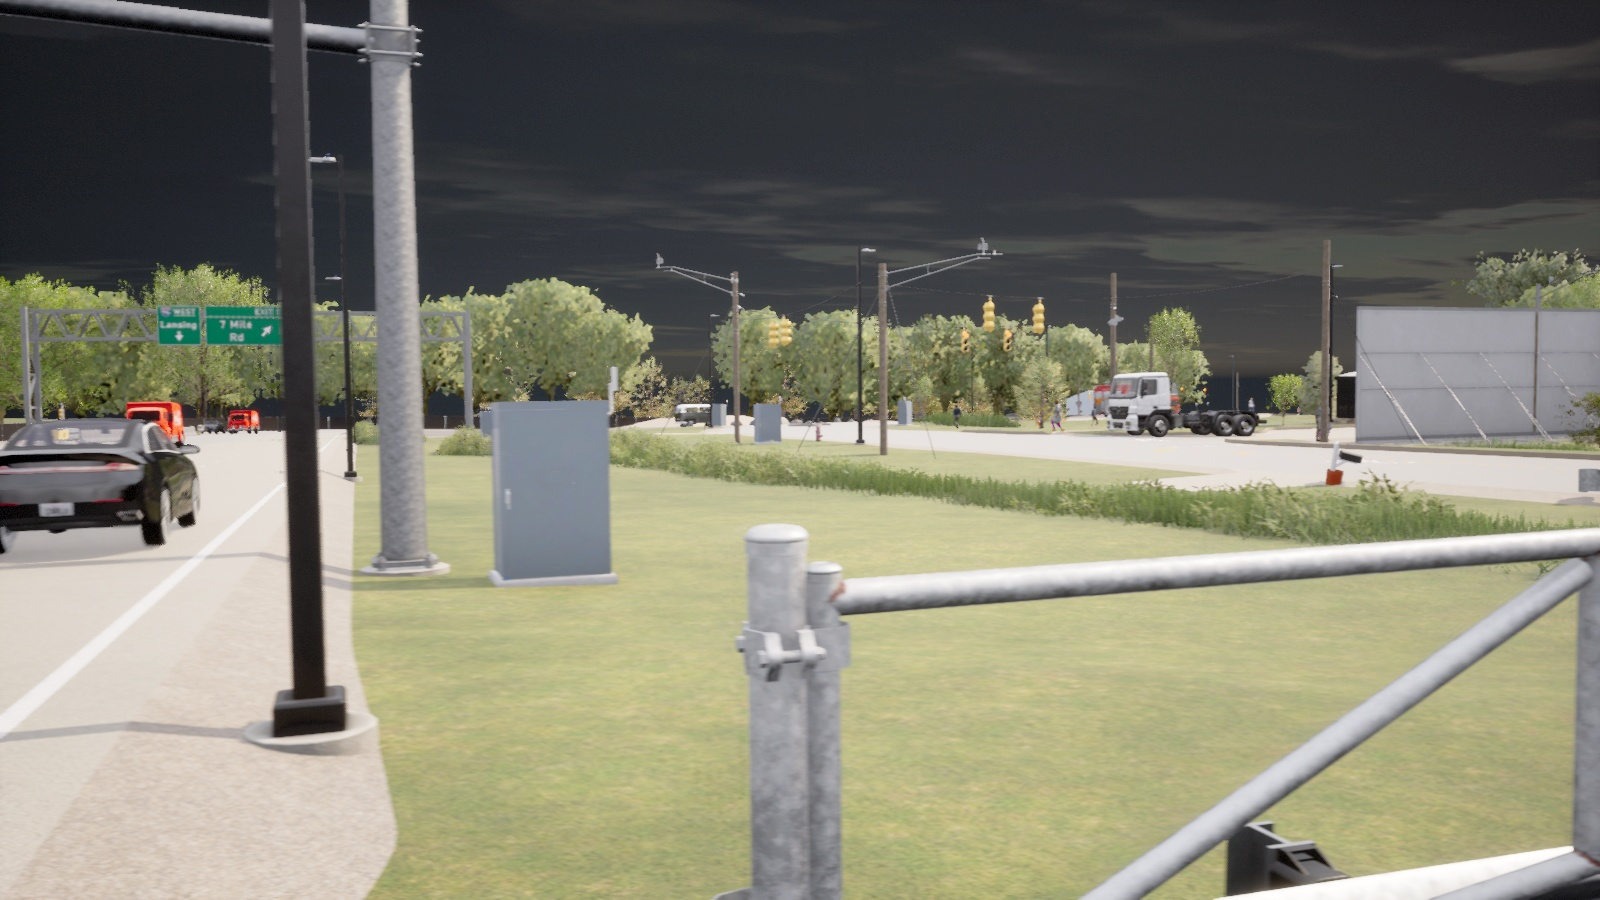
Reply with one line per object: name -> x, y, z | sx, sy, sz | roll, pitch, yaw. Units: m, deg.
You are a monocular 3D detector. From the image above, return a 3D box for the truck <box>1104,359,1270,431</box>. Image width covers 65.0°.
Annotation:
truck -> 20.346, -2.891, 66.176 | 7.936, 3.462, 2.891 | -2, 3, -14

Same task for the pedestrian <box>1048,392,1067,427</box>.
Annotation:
pedestrian -> 14.863, -2.321, 72.380 | 0.873, 1.952, 0.659 | -2, 3, -4

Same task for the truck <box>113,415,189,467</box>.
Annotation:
truck -> -33.208, -0.499, 64.391 | 2.627, 2.467, 5.204 | -3, 2, -19

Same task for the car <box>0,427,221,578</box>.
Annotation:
car -> -8.659, 0.511, 15.620 | 2.128, 1.511, 4.902 | -3, 2, -19

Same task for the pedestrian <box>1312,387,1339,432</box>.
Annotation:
pedestrian -> 23.464, -1.798, 56.081 | 0.873, 1.952, 0.659 | -3, 4, -26
